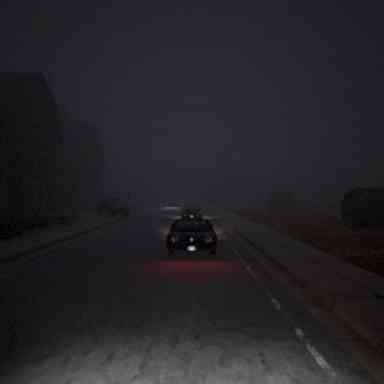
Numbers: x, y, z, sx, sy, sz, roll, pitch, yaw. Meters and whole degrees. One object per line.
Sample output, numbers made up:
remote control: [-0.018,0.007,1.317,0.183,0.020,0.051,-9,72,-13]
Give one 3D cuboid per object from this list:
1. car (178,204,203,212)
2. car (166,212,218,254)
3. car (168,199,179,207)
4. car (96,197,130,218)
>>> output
car: [-0.006,1.810,29.369,1.812,1.442,4.674,0,0,0]
car: [-0.004,1.738,14.094,1.895,1.301,4.718,0,-1,0]
car: [-3.553,2.104,64.296,2.128,1.511,4.902,0,-1,1]
car: [-7.675,1.457,32.287,1.905,1.878,3.866,8,-4,-42]
